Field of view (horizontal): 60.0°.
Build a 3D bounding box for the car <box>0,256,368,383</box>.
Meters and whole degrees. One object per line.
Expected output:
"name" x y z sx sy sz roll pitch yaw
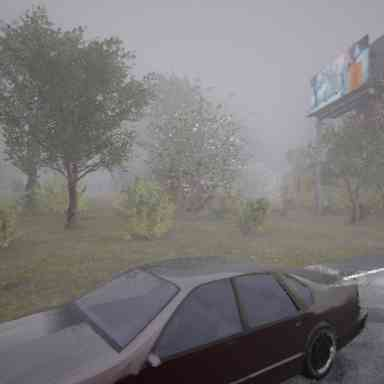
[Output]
"car" -0.021 1.562 3.958 5.357 1.411 2.033 1 0 -36
